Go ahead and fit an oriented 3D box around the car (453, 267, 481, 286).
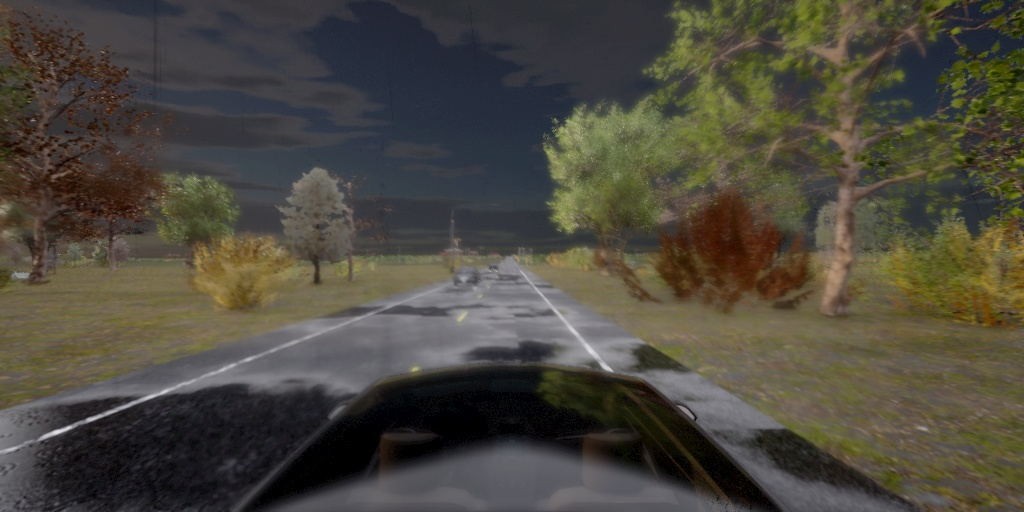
[{"bbox_3d":[-3.606,1.638,29.500,2.128,1.511,4.902,0,-1,0],"label":"car"}]
